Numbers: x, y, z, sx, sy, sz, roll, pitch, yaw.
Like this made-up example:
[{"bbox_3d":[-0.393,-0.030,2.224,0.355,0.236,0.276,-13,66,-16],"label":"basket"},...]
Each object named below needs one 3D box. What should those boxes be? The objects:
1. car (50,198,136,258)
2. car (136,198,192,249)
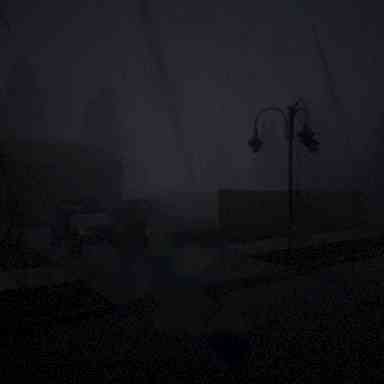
[{"bbox_3d":[-3.844,1.183,12.114,1.905,1.878,3.866,0,0,-36],"label":"car"},{"bbox_3d":[-2.027,1.187,13.895,1.932,1.855,4.605,0,0,-36],"label":"car"}]
